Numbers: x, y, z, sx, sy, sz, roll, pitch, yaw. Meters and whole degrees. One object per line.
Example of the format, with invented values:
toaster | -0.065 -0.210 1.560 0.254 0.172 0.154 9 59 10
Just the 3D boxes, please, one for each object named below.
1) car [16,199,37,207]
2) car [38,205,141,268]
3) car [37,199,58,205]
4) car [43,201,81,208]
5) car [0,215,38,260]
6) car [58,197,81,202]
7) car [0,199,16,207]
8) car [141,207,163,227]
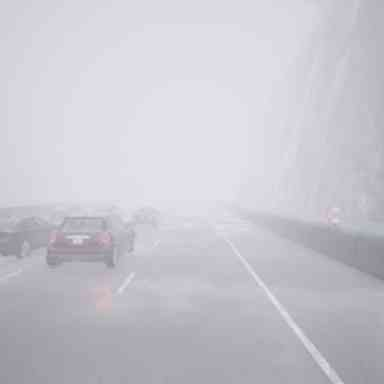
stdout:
car | -27.759 1.842 57.326 1.994 1.385 4.181 0 0 1
car | -3.406 1.516 12.113 2.097 1.767 4.553 0 -1 1
car | -24.268 1.836 57.329 1.994 1.385 4.181 0 0 1
car | -10.324 1.811 27.878 1.812 1.442 4.674 0 0 1
car | -6.890 1.660 13.373 1.882 1.535 5.008 0 0 1
car | -20.772 1.617 57.366 2.097 1.767 4.553 0 0 1
car | -31.241 1.832 57.306 2.033 1.411 5.357 0 0 1
car | -3.361 1.808 25.010 2.033 1.411 5.357 0 0 1
